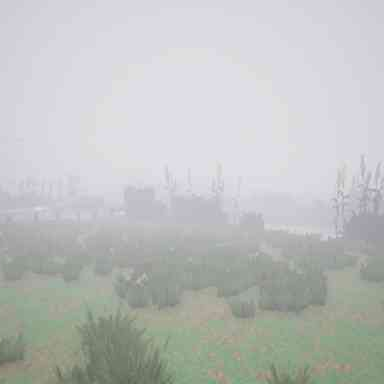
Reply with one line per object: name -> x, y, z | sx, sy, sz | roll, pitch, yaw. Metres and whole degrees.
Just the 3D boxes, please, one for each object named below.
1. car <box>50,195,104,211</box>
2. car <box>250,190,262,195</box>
car -> -10.355, 1.107, 30.306 | 1.837, 1.490, 4.892 | 0, 3, 41
car -> 10.346, 0.765, 47.434 | 2.150, 2.045, 5.566 | 0, -2, 44
